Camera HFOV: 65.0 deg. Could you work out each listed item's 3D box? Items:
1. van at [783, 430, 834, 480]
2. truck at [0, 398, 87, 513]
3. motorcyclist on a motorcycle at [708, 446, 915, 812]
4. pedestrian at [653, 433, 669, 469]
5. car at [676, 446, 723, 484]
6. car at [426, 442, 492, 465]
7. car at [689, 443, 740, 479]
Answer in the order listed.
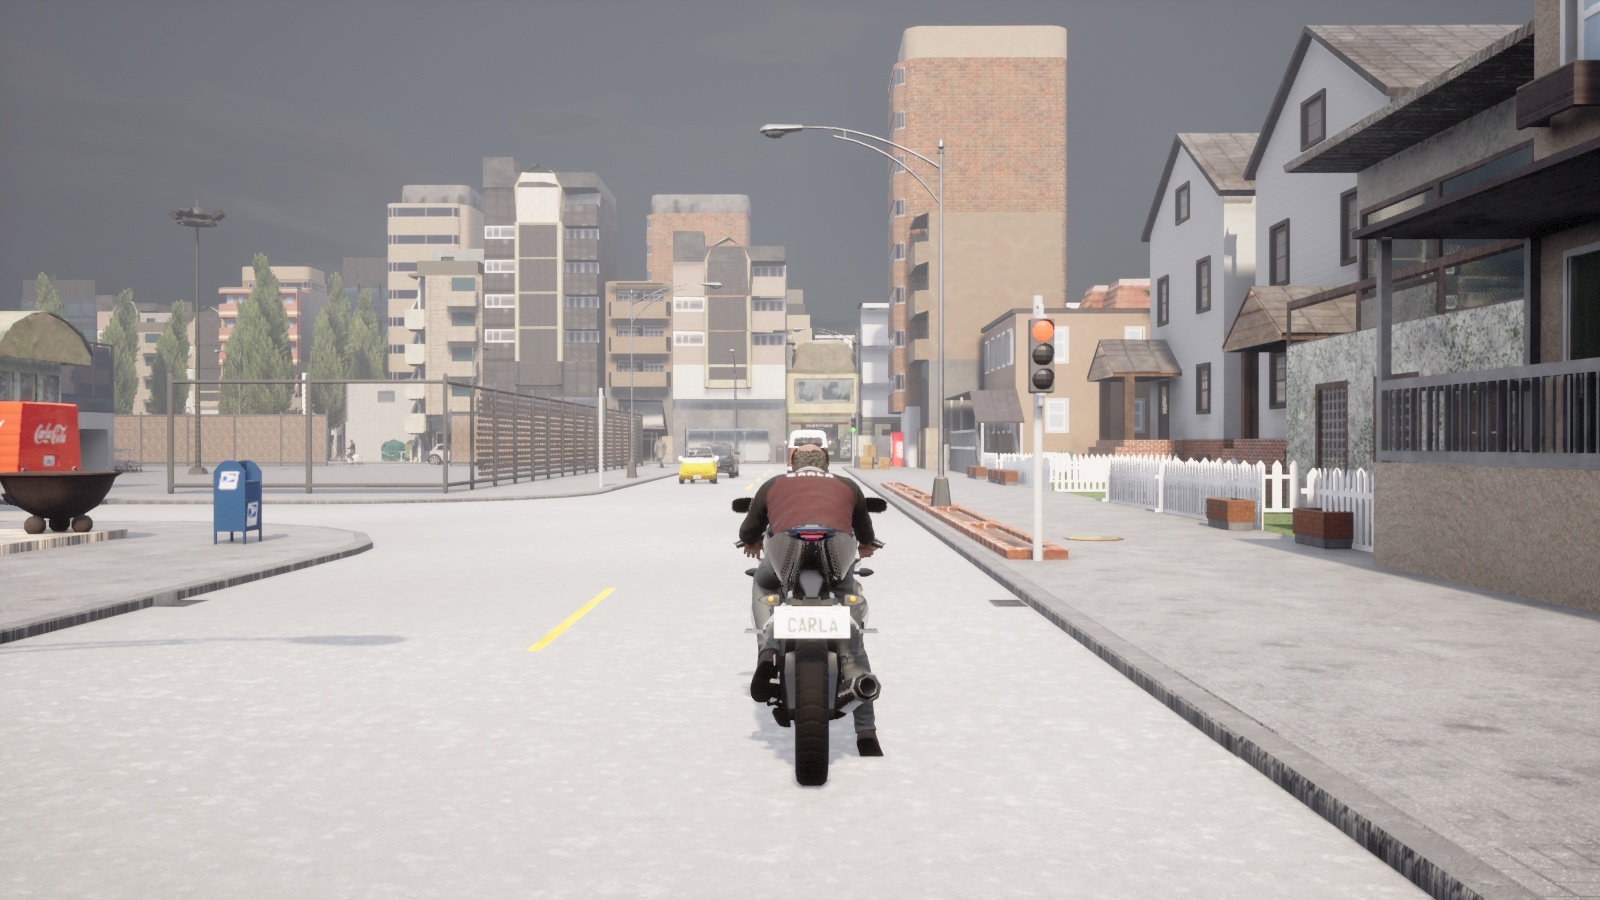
[{"bbox_3d":[0.340,0.172,53.400,2.069,2.038,4.480,0,1,0],"label":"van"},{"bbox_3d":[-19.528,0.089,28.512,5.204,2.467,2.627,0,0,2],"label":"truck"},{"bbox_3d":[0.050,0.746,6.352,0.866,1.530,2.191,0,0,0],"label":"motorcyclist on a motorcycle"},{"bbox_3d":[-7.697,0.057,69.516,0.659,1.952,0.873,0,0,9],"label":"pedestrian"},{"bbox_3d":[-3.681,0.537,46.247,1.481,1.376,2.207,0,0,1],"label":"car"},{"bbox_3d":[-22.269,0.230,82.157,3.806,1.475,1.970,0,0,1],"label":"car"},{"bbox_3d":[-3.660,0.440,54.512,1.837,1.490,4.892,0,0,1],"label":"car"}]
